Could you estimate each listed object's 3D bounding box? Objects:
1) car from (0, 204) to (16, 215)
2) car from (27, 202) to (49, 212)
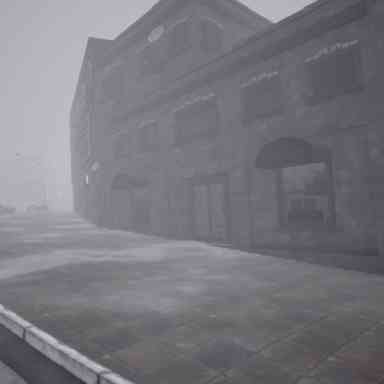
[{"bbox_3d":[-23.214,2.148,40.301,1.895,1.301,4.718,-3,-1,-4],"label":"car"},{"bbox_3d":[-23.989,2.274,51.731,1.812,1.442,4.674,-3,-1,-2],"label":"car"}]
